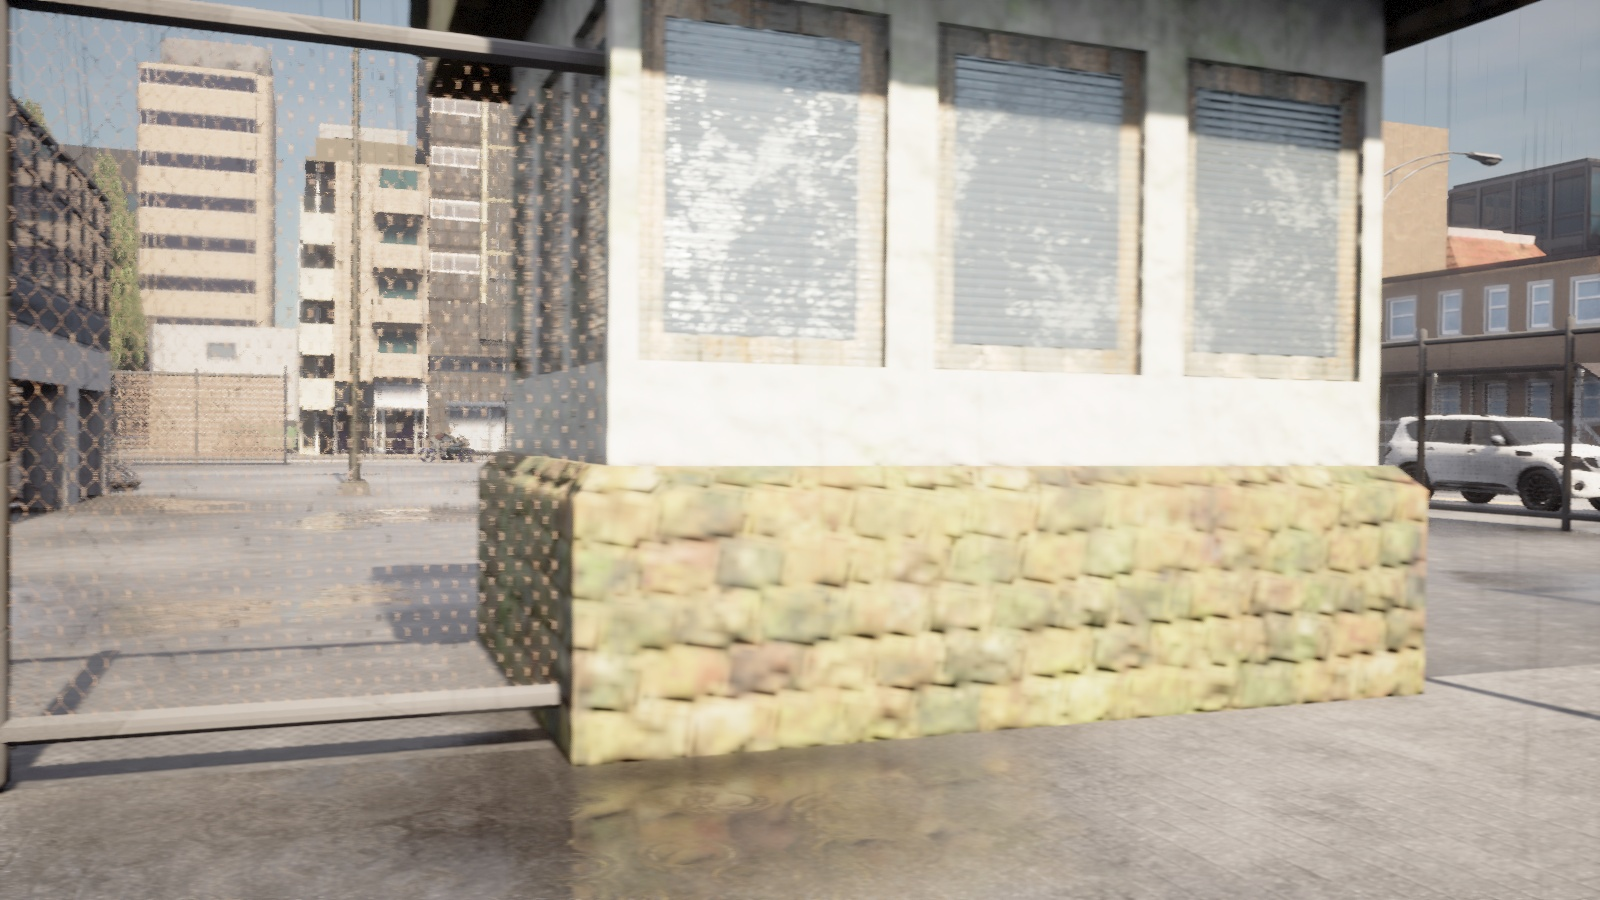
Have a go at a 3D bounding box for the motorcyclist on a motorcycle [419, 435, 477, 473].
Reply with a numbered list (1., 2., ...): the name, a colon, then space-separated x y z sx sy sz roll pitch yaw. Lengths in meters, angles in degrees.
1. motorcyclist on a motorcycle: -14.392 0.153 51.326 2.191 1.530 0.866 -1 1 -21

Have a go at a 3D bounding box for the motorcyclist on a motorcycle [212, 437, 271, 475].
1. motorcyclist on a motorcycle: -23.211 0.234 52.236 2.191 1.530 0.866 -1 1 -21

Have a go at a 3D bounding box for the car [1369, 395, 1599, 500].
1. car: 15.343 -0.094 27.350 2.150 2.045 5.566 -1 1 -18
